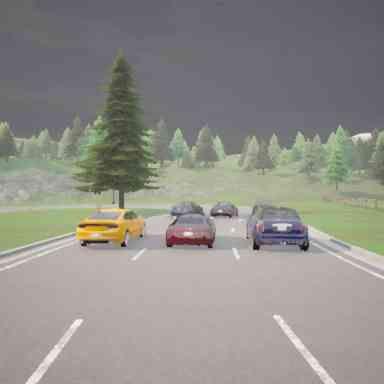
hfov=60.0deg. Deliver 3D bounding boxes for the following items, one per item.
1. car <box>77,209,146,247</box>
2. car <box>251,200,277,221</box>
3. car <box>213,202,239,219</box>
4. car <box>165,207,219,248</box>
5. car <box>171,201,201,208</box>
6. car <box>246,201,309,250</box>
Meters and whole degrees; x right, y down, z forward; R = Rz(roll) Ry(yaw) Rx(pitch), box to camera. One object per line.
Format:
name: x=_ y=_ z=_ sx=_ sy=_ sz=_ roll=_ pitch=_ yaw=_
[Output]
car: x=-3.447 y=1.485 z=15.074 sx=1.882 sy=1.535 sz=5.008 roll=0 pitch=0 yaw=5
car: x=6.296 y=1.516 z=28.808 sx=1.837 sy=1.490 sz=4.892 roll=0 pitch=0 yaw=17
car: x=2.946 y=1.572 z=29.819 sx=1.994 sy=1.385 sz=4.181 roll=0 pitch=0 yaw=17
car: x=0.039 y=1.572 z=14.765 sx=1.994 sy=1.385 sz=4.181 roll=0 pitch=0 yaw=5
car: x=-0.405 y=1.563 z=30.830 sx=2.033 sy=1.411 sz=5.357 roll=0 pitch=0 yaw=17
car: x=3.523 y=1.366 z=14.427 sx=2.097 sy=1.767 sz=4.553 roll=0 pitch=0 yaw=5
